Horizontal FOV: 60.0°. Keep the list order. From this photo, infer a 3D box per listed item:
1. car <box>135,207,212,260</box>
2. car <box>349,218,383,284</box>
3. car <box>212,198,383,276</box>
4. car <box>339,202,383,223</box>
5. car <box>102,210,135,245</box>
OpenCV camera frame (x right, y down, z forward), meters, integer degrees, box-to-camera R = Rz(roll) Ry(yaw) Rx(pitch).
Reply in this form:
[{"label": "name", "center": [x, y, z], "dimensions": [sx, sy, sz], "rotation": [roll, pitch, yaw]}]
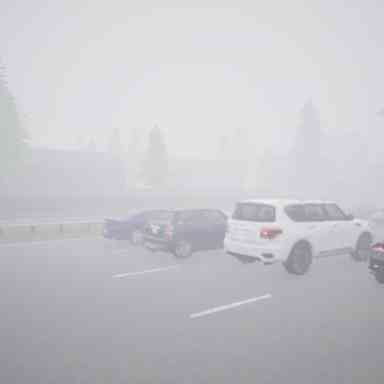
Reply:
[{"label": "car", "center": [0.454, 1.350, 12.667], "dimensions": [4.553, 1.767, 2.097], "rotation": [0, 0, -36]}, {"label": "car", "center": [6.294, 1.489, 8.237], "dimensions": [4.902, 1.511, 2.128], "rotation": [0, 0, -36]}, {"label": "car", "center": [3.548, 1.219, 10.576], "dimensions": [5.566, 2.045, 2.150], "rotation": [0, 0, -36]}, {"label": "car", "center": [13.829, 1.556, 26.509], "dimensions": [4.181, 1.385, 1.994], "rotation": [0, 0, -36]}, {"label": "car", "center": [-1.629, 1.475, 15.482], "dimensions": [5.008, 1.535, 1.882], "rotation": [0, 0, -36]}]
